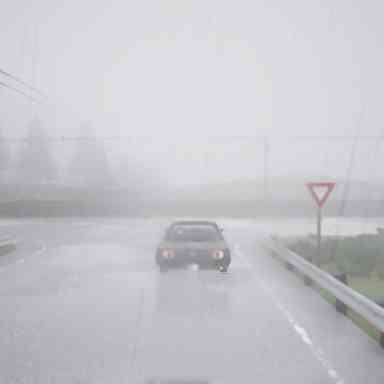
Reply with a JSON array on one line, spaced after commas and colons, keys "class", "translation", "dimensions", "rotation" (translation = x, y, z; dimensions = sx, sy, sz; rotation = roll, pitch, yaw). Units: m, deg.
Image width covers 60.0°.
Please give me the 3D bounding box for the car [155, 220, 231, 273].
[{"class": "car", "translation": [0.070, 1.516, 10.324], "dimensions": [1.895, 1.301, 4.718], "rotation": [0, 1, 1]}]
